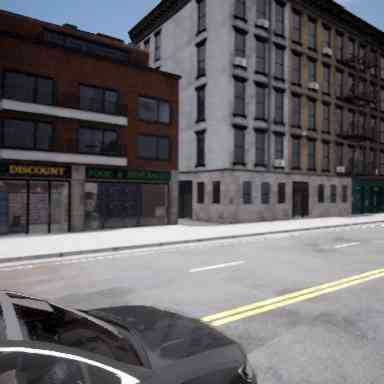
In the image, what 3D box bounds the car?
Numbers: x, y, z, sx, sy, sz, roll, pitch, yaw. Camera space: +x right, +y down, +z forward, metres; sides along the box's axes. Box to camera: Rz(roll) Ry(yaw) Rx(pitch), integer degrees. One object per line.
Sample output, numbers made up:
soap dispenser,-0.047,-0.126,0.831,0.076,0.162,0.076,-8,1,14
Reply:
car,-1.650,1.504,2.262,4.892,1.490,1.837,0,0,-36
